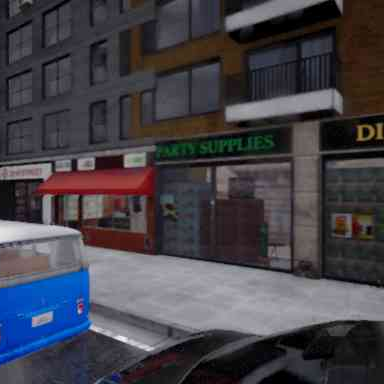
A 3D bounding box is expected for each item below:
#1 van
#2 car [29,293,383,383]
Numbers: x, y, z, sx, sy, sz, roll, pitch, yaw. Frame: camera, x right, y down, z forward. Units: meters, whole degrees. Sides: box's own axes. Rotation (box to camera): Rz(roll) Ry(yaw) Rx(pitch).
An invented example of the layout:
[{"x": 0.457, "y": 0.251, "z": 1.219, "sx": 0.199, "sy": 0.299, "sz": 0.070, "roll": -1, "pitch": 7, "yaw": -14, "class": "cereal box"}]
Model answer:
[{"x": -3.355, "y": 1.337, "z": 5.200, "sx": 3.998, "sy": 1.788, "sz": 1.690, "roll": 0, "pitch": 0, "yaw": 35, "class": "van"}, {"x": 1.132, "y": 1.566, "z": 2.002, "sx": 4.313, "sy": 1.339, "sz": 1.947, "roll": 0, "pitch": 0, "yaw": 35, "class": "car"}]
